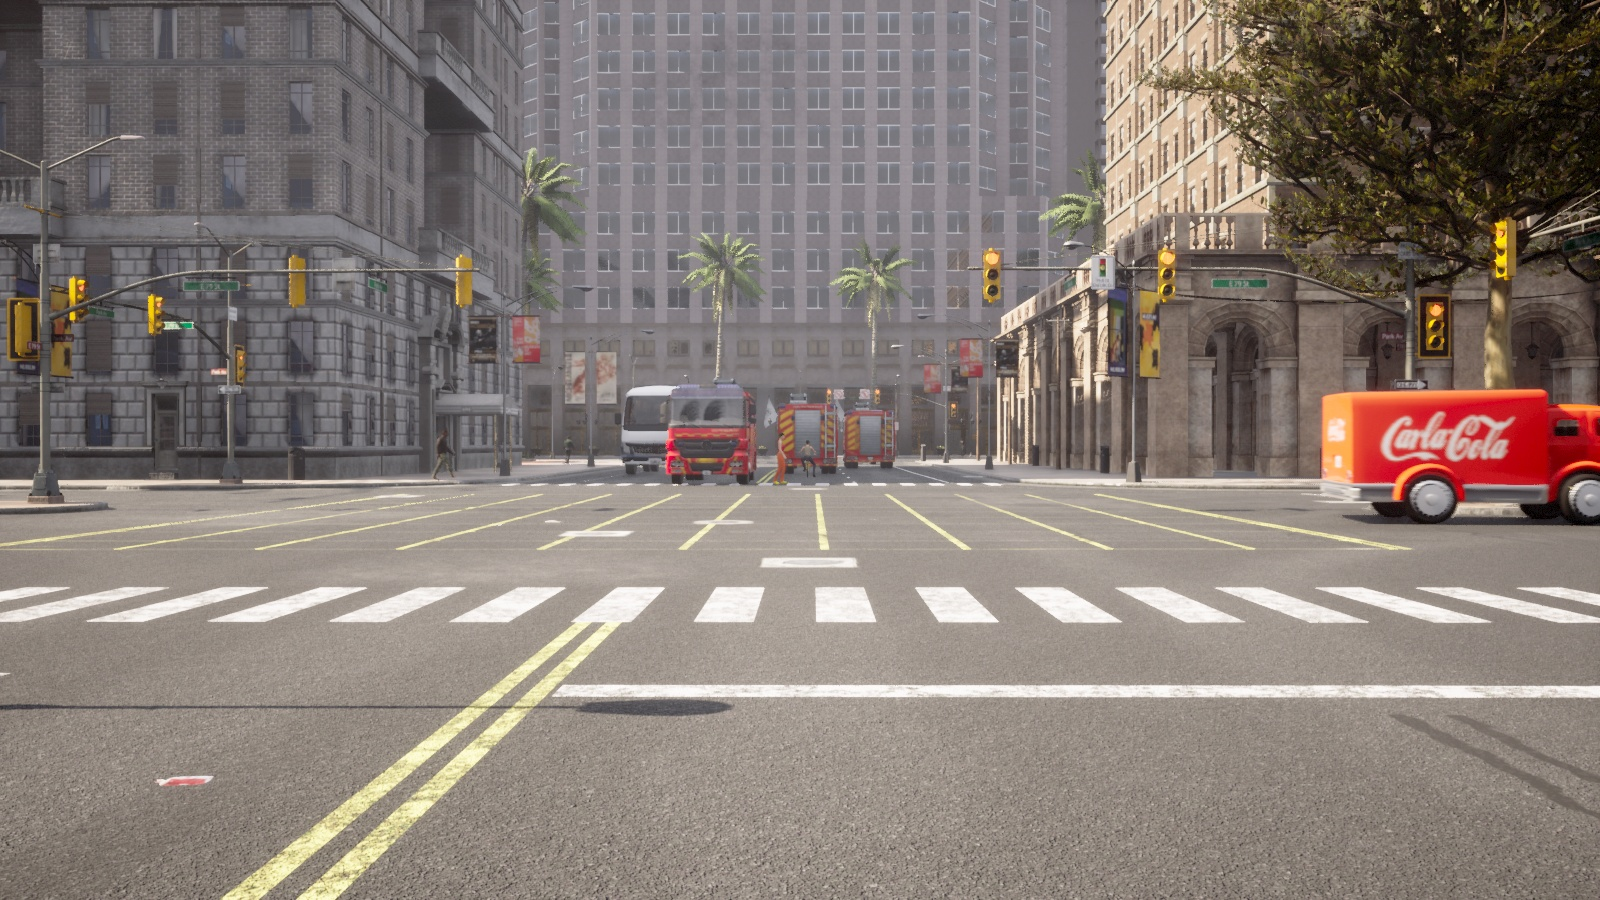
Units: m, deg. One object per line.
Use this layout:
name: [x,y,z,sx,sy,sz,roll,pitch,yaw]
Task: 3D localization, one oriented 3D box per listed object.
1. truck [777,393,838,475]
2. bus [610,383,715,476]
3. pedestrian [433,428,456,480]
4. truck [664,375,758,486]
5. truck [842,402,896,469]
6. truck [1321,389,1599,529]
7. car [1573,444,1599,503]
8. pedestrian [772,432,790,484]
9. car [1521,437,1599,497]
truck: [0.391,-0.775,63.232,2.891,3.827,8.468,0,0,0]
bus: [-6.618,-0.987,62.204,3.944,4.253,10.273,0,1,1]
pedestrian: [-12.807,0.137,45.212,0.703,1.840,0.431,0,0,-1]
truck: [-3.208,-0.687,47.301,2.891,3.827,8.468,0,0,0]
truck: [4.085,-0.844,76.003,2.891,3.827,8.468,0,0,1]
truck: [12.892,0.136,23.680,5.204,2.467,2.627,0,1,10]
car: [22.365,0.587,31.353,4.792,1.488,2.163,0,0,2]
pedestrian: [-0.674,0.285,44.422,0.594,1.836,0.345,0,0,5]
car: [22.559,0.466,34.883,3.988,1.617,1.851,0,0,1]
